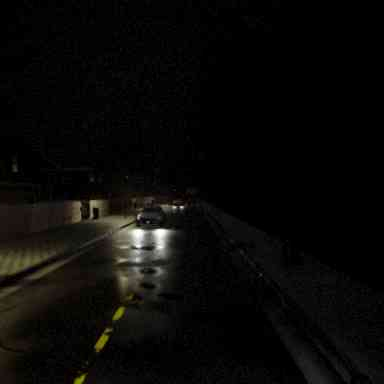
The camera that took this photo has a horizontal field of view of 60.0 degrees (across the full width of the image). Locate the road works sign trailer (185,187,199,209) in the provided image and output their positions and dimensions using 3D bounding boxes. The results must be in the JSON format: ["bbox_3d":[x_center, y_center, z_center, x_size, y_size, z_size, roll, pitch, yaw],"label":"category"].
[{"bbox_3d":[0.029,0.899,54.873,2.380,3.560,2.880,0,0,0],"label":"road works sign trailer"}]

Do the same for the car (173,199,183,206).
[{"bbox_3d":[-2.720,2.051,65.953,1.812,1.442,4.674,0,0,0],"label":"car"}]

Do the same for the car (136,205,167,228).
[{"bbox_3d":[-2.836,1.708,23.903,1.812,1.442,4.674,0,0,0],"label":"car"}]
